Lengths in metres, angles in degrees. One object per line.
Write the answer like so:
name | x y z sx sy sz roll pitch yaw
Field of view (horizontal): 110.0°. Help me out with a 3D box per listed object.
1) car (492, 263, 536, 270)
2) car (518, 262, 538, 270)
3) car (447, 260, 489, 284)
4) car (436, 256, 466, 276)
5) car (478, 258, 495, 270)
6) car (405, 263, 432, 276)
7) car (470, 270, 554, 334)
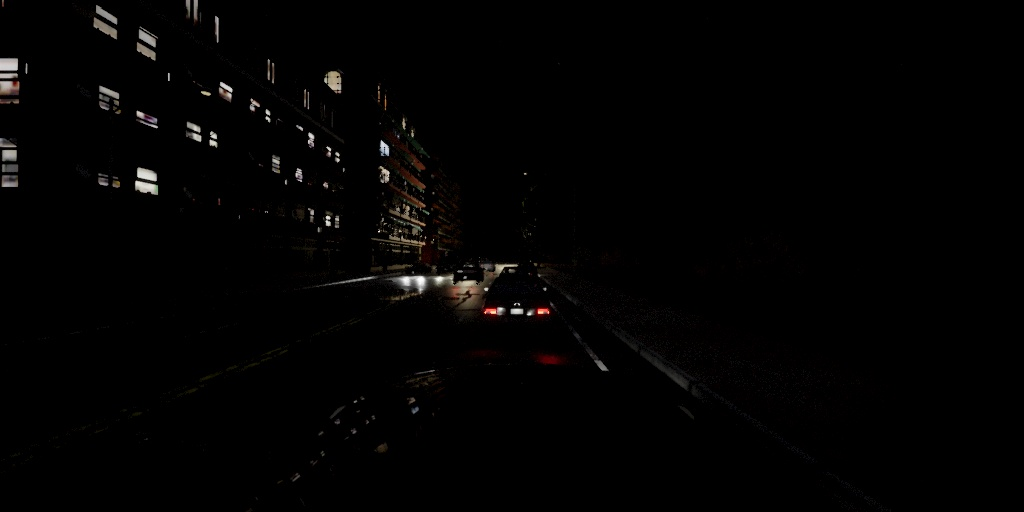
car | 0.113 1.301 20.976 2.033 1.411 5.357 0 0 0
car | 1.159 1.259 30.743 1.837 1.490 4.892 0 0 0
car | -3.132 1.245 26.523 2.128 1.511 4.902 0 0 0
car | -6.574 0.975 38.268 2.150 2.045 5.566 0 0 0
car | -3.124 1.280 45.687 1.812 1.442 4.674 0 0 -1
car | -9.825 1.355 37.820 1.895 1.301 4.718 0 0 0
car | 0.108 1.299 10.614 2.033 1.411 5.357 0 0 0
